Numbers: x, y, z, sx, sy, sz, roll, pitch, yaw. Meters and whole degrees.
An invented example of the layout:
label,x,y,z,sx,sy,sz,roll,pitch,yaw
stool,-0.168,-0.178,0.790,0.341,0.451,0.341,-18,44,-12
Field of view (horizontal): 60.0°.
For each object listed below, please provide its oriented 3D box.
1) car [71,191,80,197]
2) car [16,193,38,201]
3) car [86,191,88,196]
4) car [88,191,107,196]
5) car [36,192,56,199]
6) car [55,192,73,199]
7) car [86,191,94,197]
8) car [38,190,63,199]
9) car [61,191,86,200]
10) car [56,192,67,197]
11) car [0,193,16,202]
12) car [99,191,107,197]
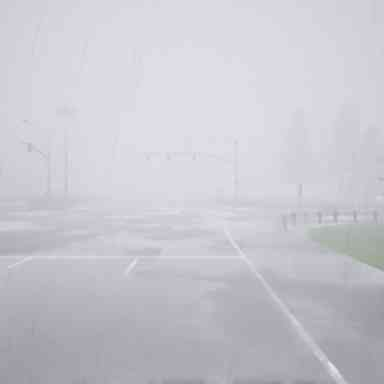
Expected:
label,x,y,z,sx,sy,sz,roll,pitch,yaw
car,-30.886,0.531,88.609,1.837,1.490,4.892,0,1,-14
car,-28.140,0.863,58.351,2.128,1.511,4.902,0,1,0
car,-24.806,0.712,74.757,2.128,1.511,4.902,0,1,-3
car,-21.332,0.722,75.182,2.033,1.411,5.357,0,1,-3
car,-31.678,0.741,72.206,2.128,1.511,4.902,0,1,0
car,-28.225,0.740,73.600,2.033,1.411,5.357,0,1,-3
car,-27.510,0.499,89.496,1.882,1.535,5.008,0,1,-14
car,-24.641,0.582,59.169,2.150,2.045,5.566,0,1,0
car,-21.143,0.957,59.724,1.895,1.301,4.718,0,1,0
car,-34.006,0.637,86.787,1.895,1.301,4.718,0,1,-14
car,-31.632,0.908,57.356,1.812,1.442,4.674,0,1,0
car,-24.110,0.489,90.366,1.882,1.535,5.008,0,1,-14
